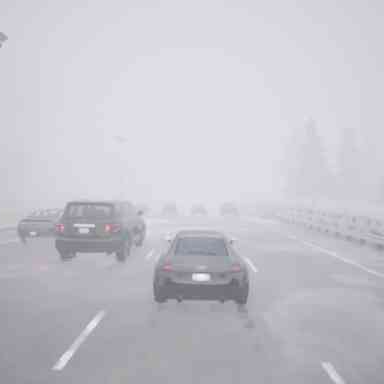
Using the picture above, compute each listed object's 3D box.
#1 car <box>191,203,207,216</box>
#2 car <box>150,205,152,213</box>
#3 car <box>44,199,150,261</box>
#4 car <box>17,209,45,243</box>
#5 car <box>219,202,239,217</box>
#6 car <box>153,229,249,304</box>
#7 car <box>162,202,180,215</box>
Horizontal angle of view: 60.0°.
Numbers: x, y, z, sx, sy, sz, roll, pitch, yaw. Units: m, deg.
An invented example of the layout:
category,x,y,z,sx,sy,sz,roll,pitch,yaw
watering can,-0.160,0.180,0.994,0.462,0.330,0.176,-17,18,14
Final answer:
category,x,y,z,sx,sy,sz,roll,pitch,yaw
car,0.819,2.078,40.070,2.033,1.411,5.357,1,-1,1
car,-6.161,1.948,41.040,1.882,1.535,5.008,1,-1,1
car,-3.199,1.287,12.688,2.150,2.045,5.566,1,-1,1
car,-6.633,1.568,16.395,2.128,1.511,4.902,1,-1,1
car,4.303,1.905,39.192,2.097,1.767,4.553,1,-1,1
car,0.215,1.622,8.373,1.994,1.385,4.181,1,-1,1
car,-2.653,2.024,41.618,1.837,1.490,4.892,1,-1,1
